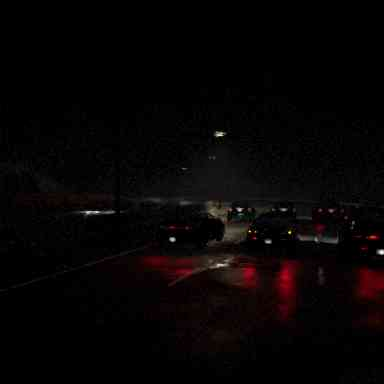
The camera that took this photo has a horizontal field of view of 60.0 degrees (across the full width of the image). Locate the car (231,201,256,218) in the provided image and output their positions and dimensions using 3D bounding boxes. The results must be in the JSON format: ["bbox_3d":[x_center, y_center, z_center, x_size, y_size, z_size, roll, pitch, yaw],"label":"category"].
[{"bbox_3d":[4.496,1.546,29.525,2.097,1.767,4.553,0,-1,15],"label":"car"}]

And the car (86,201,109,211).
[{"bbox_3d":[-13.406,1.965,47.446,1.994,1.385,4.181,0,0,9],"label":"car"}]

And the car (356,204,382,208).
[{"bbox_3d":[14.898,1.702,27.835,1.994,1.385,4.181,0,0,14],"label":"car"}]

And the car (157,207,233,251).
[{"bbox_3d":[0.097,1.602,14.950,2.128,1.511,4.902,0,0,20],"label":"car"}]

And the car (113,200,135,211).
[{"bbox_3d":[-9.769,1.867,48.072,1.882,1.535,5.008,0,0,8],"label":"car"}]

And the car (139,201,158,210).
[{"bbox_3d":[-6.233,1.938,48.071,1.994,1.385,4.181,0,0,8],"label":"car"}]

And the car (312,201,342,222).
[{"bbox_3d":[11.202,1.502,27.512,2.097,1.767,4.553,0,-1,15],"label":"car"}]

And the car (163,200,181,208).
[{"bbox_3d":[-2.730,1.903,47.622,2.033,1.411,5.357,0,0,8],"label":"car"}]

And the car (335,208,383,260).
[{"bbox_3d":[6.615,1.570,12.413,1.837,1.490,4.892,0,0,20],"label":"car"}]

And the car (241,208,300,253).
[{"bbox_3d":[3.538,1.615,14.203,1.812,1.442,4.674,0,0,20],"label":"car"}]

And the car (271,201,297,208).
[{"bbox_3d":[7.848,1.524,28.508,2.097,1.767,4.553,0,-1,15],"label":"car"}]
